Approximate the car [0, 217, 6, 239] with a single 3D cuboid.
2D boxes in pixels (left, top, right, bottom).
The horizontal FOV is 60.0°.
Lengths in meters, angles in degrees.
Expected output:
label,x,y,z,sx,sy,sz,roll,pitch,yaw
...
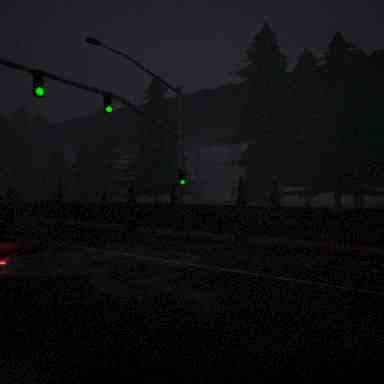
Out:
label,x,y,z,sx,sy,sz,roll,pitch,yaw
car,-10.822,1.517,16.018,4.892,1.490,1.837,0,0,36
